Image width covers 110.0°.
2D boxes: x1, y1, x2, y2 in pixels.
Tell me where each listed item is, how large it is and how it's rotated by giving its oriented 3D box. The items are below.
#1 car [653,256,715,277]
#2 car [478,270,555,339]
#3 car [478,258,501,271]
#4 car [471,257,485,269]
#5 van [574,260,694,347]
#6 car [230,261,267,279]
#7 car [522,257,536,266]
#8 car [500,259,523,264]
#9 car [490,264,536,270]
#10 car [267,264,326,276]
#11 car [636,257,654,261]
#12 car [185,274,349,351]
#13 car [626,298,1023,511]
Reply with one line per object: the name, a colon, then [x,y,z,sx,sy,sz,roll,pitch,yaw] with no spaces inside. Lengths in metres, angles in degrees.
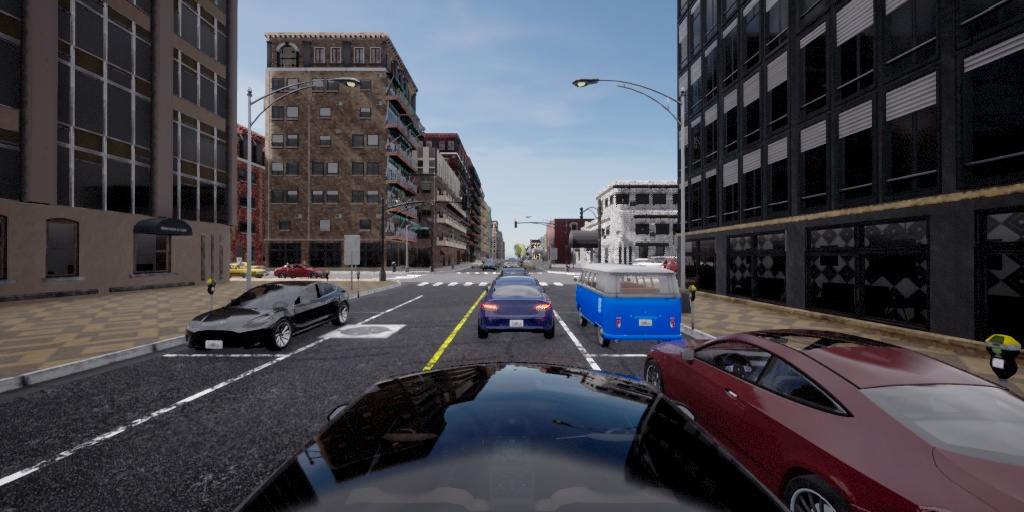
car: [14.916,1.108,29.886,5.009,1.841,2.192,0,0,0]
car: [0.100,1.277,10.000,1.812,1.442,4.674,0,0,0]
car: [-3.067,1.329,50.632,2.033,1.411,5.357,0,0,3]
car: [-5.697,1.318,59.153,1.751,1.417,4.829,0,0,0]
van: [2.656,1.092,9.000,1.690,1.789,3.998,0,0,0]
car: [-22.963,1.216,29.791,4.829,1.417,1.751,0,0,0]
car: [2.684,1.311,53.956,1.751,1.417,4.829,0,0,0]
car: [-0.112,1.377,44.894,1.895,1.301,4.718,0,0,-4]
car: [0.090,1.318,18.451,1.994,1.385,4.181,0,0,0]
car: [-17.470,1.284,29.805,4.207,1.307,1.802,0,0,0]
car: [14.566,1.043,35.681,5.566,2.045,2.150,0,0,0]
car: [-5.691,1.317,9.025,1.948,1.339,4.313,0,0,0]
car: [2.657,1.332,3.311,1.802,1.307,4.207,0,0,0]
